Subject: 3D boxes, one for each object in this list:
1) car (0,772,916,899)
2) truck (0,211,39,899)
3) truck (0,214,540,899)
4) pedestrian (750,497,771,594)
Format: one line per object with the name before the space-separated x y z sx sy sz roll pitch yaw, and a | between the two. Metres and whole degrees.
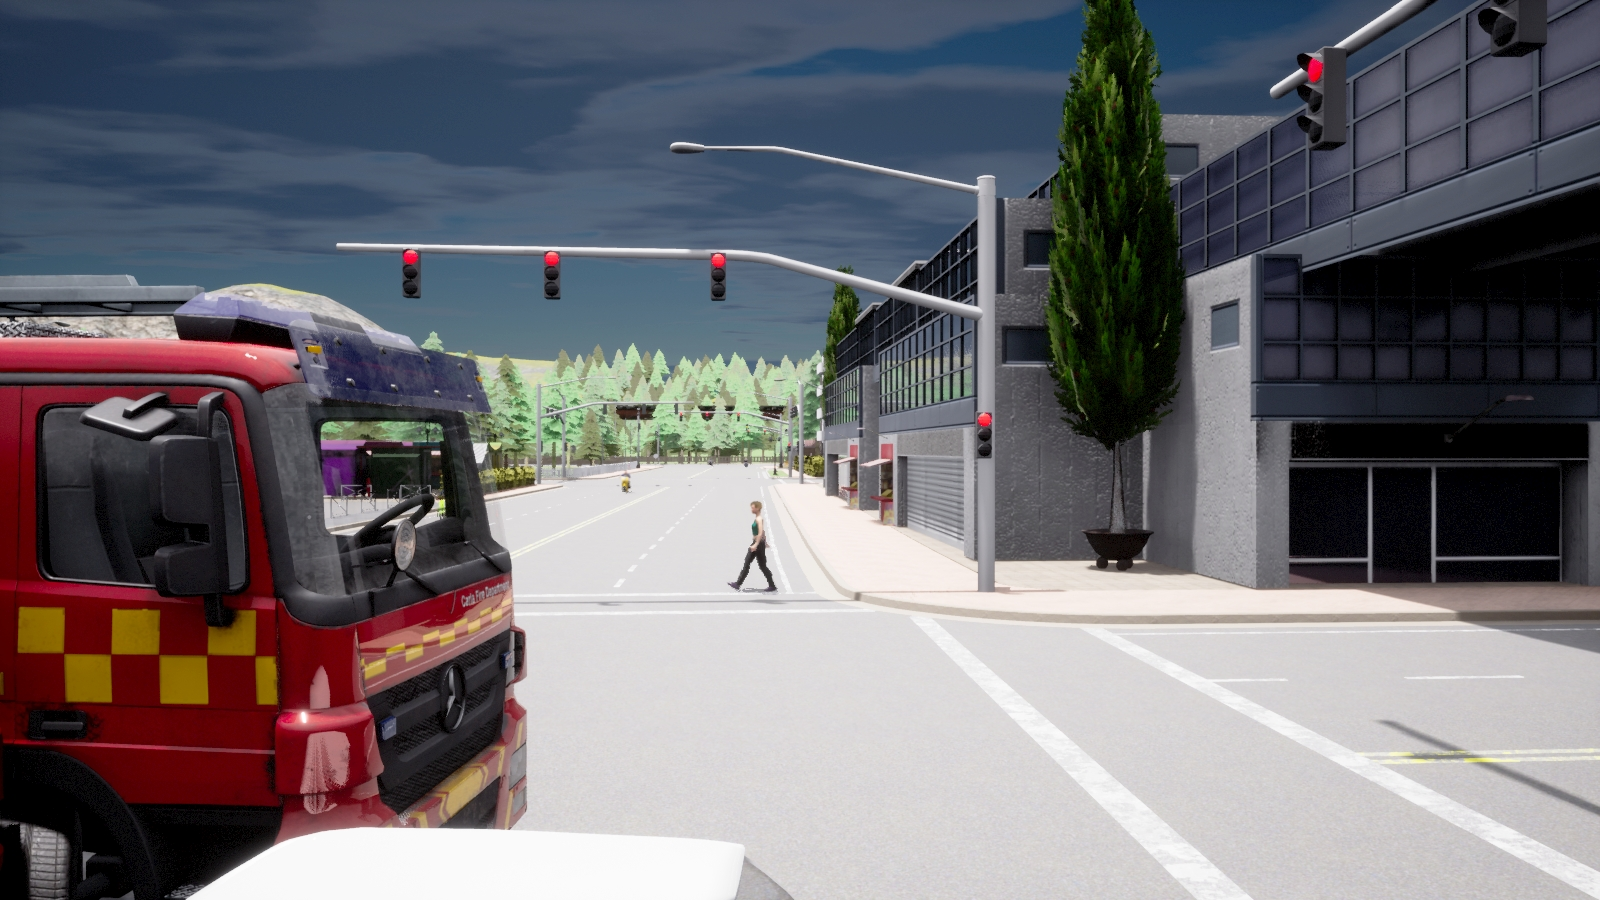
car | -1.549 2.065 3.579 3.806 1.475 1.970 0 0 5
truck | -7.587 0.890 3.490 8.468 3.827 2.891 0 0 -3
truck | -6.102 0.890 6.659 8.468 3.827 2.891 0 0 4
pedestrian | -0.777 1.848 22.305 0.375 1.860 0.375 0 0 -9
